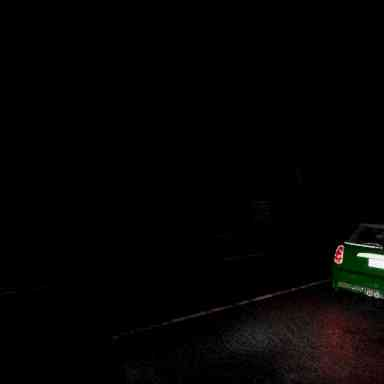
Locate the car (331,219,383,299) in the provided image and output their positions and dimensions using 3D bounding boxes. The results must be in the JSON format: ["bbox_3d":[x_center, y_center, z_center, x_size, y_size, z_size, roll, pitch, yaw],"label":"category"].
[{"bbox_3d":[5.177,1.352,7.425,4.553,1.767,2.097,0,0,-35],"label":"car"}]

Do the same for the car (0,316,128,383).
[{"bbox_3d":[-2.740,1.492,1.795,4.902,1.511,2.128,0,0,-36],"label":"car"}]
